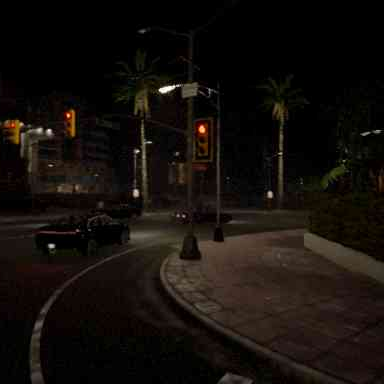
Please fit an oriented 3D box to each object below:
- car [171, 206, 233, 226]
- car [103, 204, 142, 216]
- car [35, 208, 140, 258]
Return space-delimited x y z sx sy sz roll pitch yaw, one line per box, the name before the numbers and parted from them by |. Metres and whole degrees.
car | 0.884 1.867 26.651 5.357 1.411 2.033 1 -1 -39
car | -6.705 1.799 29.118 4.902 1.511 2.128 1 -1 -44
car | -4.185 1.632 13.595 2.128 1.511 4.902 0 -1 13
